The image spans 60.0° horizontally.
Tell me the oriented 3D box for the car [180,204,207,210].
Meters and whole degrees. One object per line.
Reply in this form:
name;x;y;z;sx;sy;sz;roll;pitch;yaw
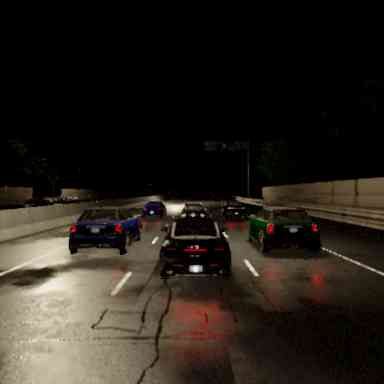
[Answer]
car;0.097;1.579;24.642;2.033;1.411;5.357;0;0;0

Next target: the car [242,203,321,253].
car;3.600;1.373;13.886;2.097;1.767;4.553;0;0;0

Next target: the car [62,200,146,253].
car;-3.400;1.372;13.845;2.097;1.767;4.553;0;0;0

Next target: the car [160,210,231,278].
car;0.082;1.521;10.159;1.837;1.490;4.892;0;0;0

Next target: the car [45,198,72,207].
car;-17.526;1.549;45.119;2.128;1.511;4.902;0;0;0

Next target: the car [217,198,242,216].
car;3.622;1.528;29.355;2.128;1.511;4.902;0;0;0

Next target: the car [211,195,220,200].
car;7.015;1.626;95.163;1.994;1.385;4.181;0;0;2

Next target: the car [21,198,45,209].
car;-21.025;1.581;44.577;1.812;1.442;4.674;0;0;0

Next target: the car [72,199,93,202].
car;-14.030;1.620;44.698;1.994;1.385;4.181;0;0;0

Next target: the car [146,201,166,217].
car;-3.382;1.563;30.368;1.812;1.442;4.674;0;0;0
